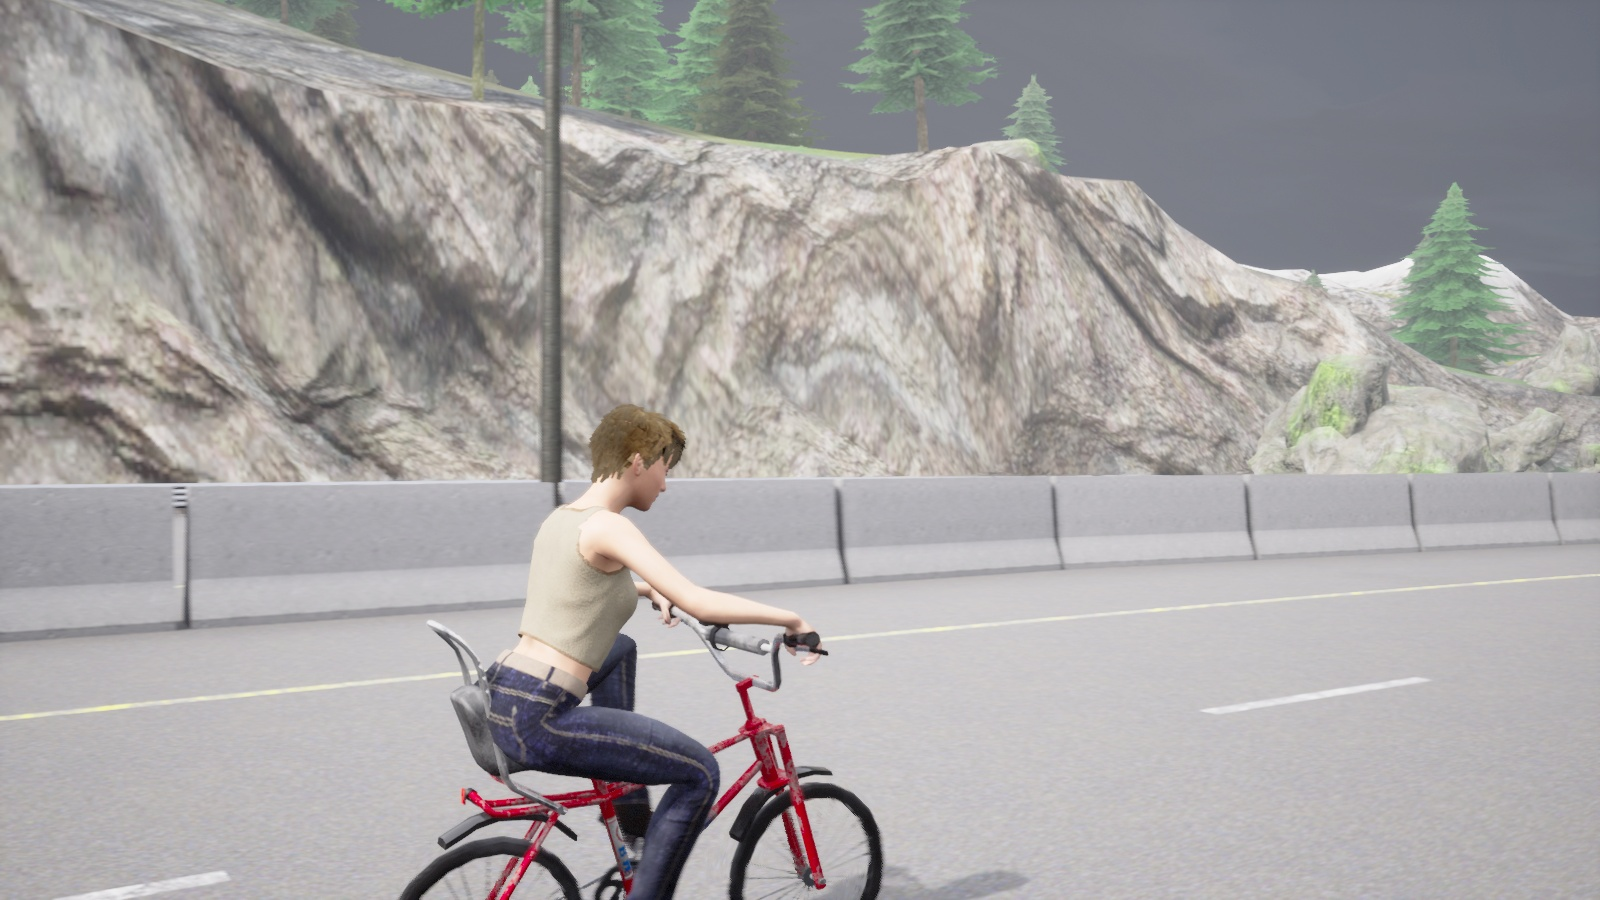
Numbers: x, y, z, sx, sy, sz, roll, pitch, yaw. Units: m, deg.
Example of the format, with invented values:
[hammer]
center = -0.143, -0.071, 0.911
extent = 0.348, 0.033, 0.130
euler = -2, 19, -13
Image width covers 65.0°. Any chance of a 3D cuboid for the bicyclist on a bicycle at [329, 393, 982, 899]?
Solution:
[bicyclist on a bicycle]
center = -0.372, 0.689, 3.364
extent = 1.509, 1.612, 0.866
euler = 0, 0, -33
